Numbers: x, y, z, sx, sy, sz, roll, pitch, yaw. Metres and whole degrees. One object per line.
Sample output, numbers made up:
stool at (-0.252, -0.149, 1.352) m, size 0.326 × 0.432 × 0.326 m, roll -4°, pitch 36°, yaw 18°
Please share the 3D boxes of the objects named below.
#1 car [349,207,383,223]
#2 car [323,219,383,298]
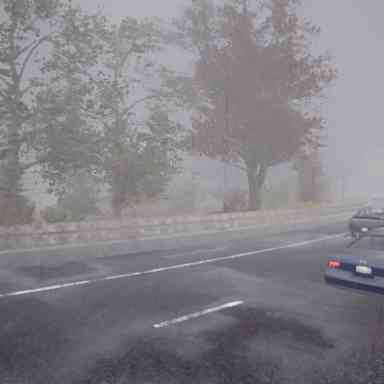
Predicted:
car at (9.745, 1.534, 17.184) m, size 2.128 × 1.511 × 4.902 m, roll 0°, pitch 0°, yaw 45°
car at (5.256, 1.567, 8.125) m, size 5.357 × 1.411 × 2.033 m, roll 0°, pitch 0°, yaw -41°
